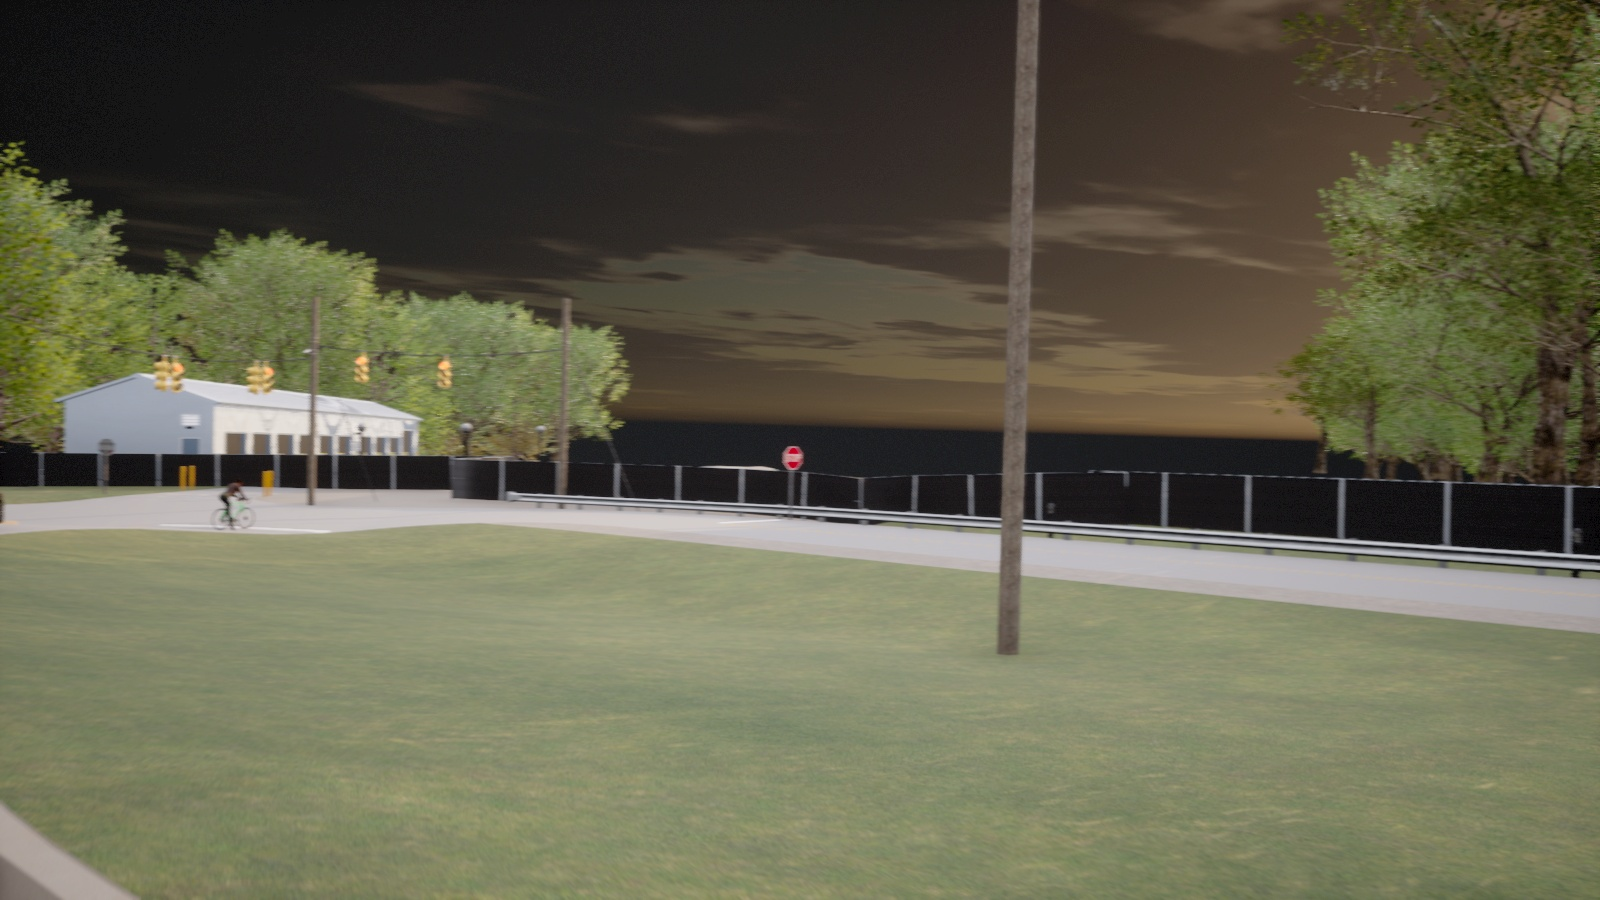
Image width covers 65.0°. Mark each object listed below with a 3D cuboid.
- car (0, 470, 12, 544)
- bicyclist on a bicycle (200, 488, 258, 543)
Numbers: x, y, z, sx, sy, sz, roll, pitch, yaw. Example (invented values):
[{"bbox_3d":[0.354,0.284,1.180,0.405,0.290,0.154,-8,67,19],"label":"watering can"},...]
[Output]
[{"bbox_3d":[-19.850,1.303,27.947,2.097,1.767,4.553,0,-1,-6],"label":"car"},{"bbox_3d":[-17.922,2.036,39.447,0.582,1.620,1.656,2,1,23],"label":"bicyclist on a bicycle"}]
